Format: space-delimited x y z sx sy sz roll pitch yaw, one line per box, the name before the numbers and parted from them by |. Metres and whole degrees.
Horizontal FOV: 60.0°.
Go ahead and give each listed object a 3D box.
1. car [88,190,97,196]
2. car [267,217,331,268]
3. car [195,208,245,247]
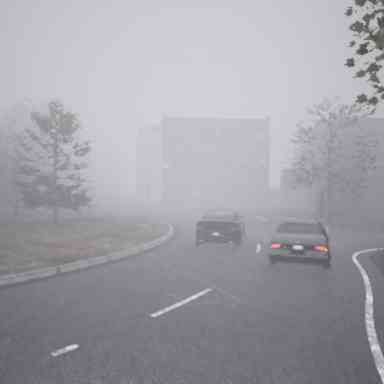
car | -18.704 0.120 60.633 2.033 1.411 5.357 0 5 -6
car | 3.722 1.585 11.536 2.033 1.411 5.357 0 0 19
car | 1.385 1.499 15.415 1.882 1.535 5.008 1 0 11
